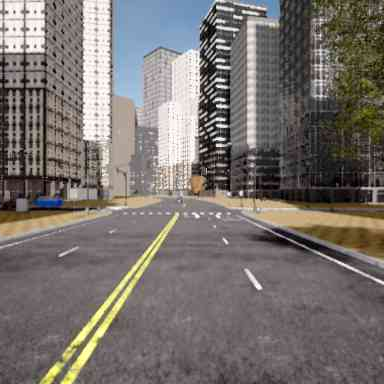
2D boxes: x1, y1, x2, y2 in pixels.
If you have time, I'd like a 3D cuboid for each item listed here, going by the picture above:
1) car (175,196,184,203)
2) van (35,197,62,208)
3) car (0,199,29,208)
[{"bbox_3d":[-3.267,2.135,85.891,1.812,1.442,4.674,0,0,0],"label":"car"},{"bbox_3d":[-22.653,1.616,52.668,3.998,1.788,1.690,0,0,1],"label":"van"},{"bbox_3d":[-28.193,1.795,52.713,4.507,1.381,1.887,0,0,1],"label":"car"}]
